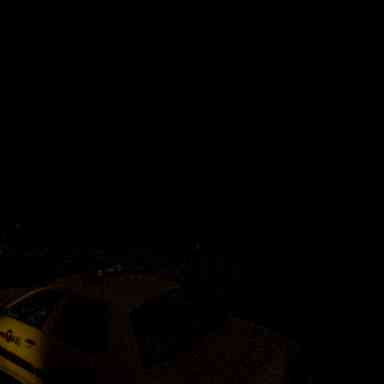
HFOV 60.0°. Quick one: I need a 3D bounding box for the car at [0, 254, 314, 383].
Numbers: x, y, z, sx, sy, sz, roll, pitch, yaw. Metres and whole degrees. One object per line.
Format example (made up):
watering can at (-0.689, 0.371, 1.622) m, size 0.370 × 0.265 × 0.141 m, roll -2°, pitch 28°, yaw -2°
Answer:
car at (-1.164, 1.513, 3.926) m, size 4.829 × 1.417 × 1.752 m, roll 0°, pitch 1°, yaw 36°
